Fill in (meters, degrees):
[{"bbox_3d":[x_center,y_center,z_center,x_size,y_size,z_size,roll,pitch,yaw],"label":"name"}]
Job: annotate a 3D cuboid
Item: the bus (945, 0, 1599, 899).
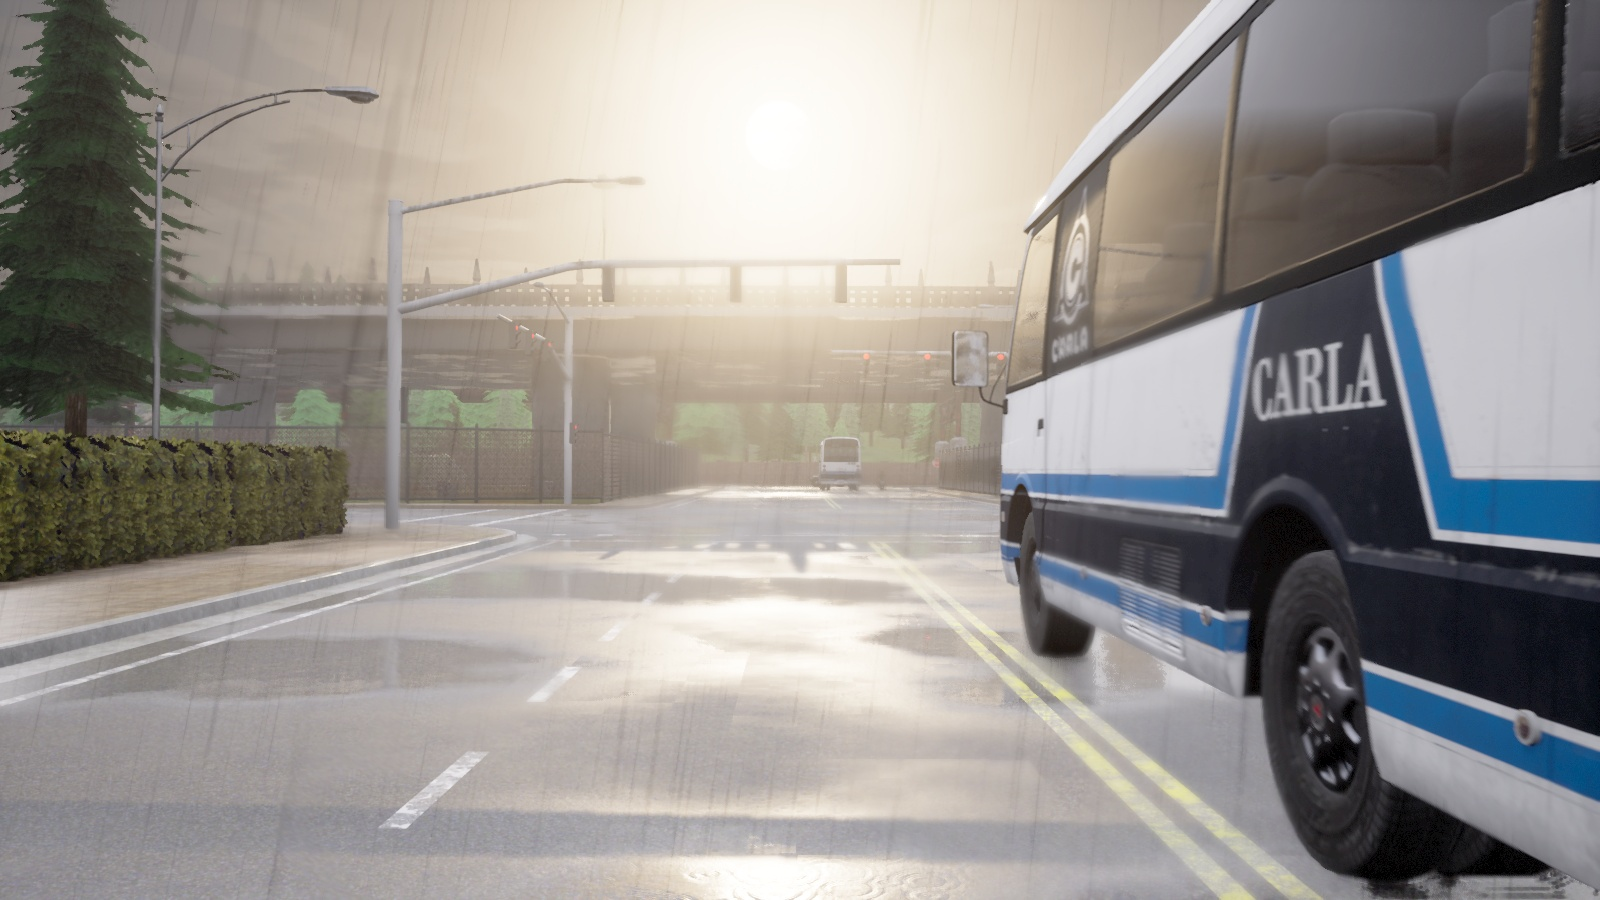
[{"bbox_3d":[3.491,-0.448,7.643,3.944,4.253,10.273,0,-1,0],"label":"bus"}]
